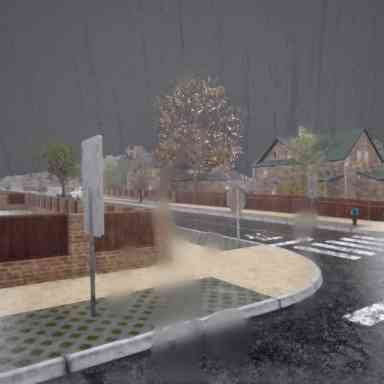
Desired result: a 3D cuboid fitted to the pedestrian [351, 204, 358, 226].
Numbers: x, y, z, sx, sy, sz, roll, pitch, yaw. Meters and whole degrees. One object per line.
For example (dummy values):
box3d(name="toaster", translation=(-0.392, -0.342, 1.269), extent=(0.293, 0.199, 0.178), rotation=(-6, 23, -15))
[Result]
box3d(name="pedestrian", translation=(8.638, 1.240, 17.642), extent=(0.500, 1.100, 0.500), rotation=(0, 0, -35))

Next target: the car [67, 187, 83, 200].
box3d(name="car", translation=(-15.890, 0.235, 48.006), extent=(2.150, 2.045, 5.566), rotation=(-2, 2, -35))

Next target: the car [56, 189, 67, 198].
box3d(name="car", translation=(-21.726, 0.316, 56.435), extent=(2.128, 1.511, 4.902), rotation=(-2, 2, -33))
